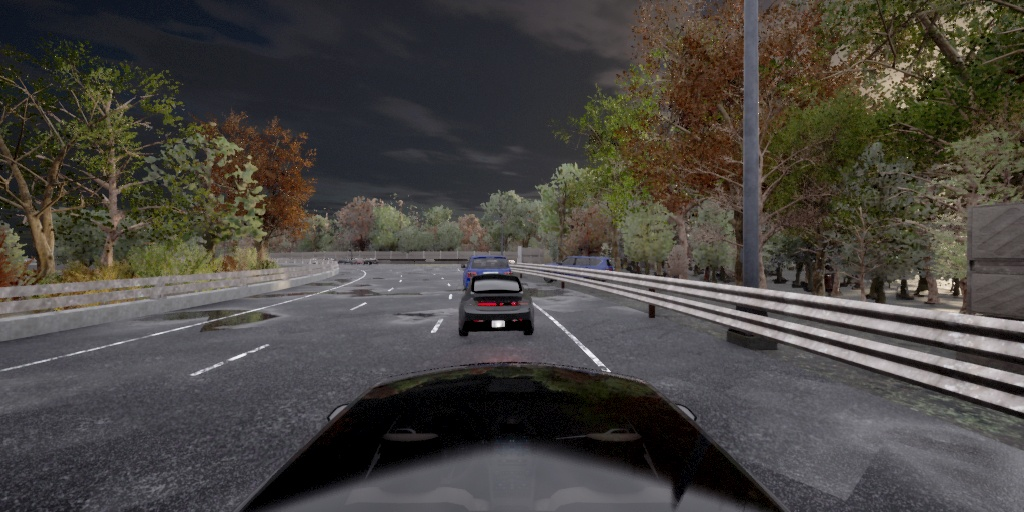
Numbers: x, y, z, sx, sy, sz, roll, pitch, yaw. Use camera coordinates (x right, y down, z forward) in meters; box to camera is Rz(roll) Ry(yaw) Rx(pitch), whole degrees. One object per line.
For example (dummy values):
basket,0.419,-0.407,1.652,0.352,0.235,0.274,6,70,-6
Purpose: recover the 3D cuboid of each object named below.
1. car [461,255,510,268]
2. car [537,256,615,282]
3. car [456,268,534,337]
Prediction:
car,-1.316,0.972,17.853,2.150,2.045,5.566,0,0,-9
car,4.696,1.001,26.274,5.566,2.045,2.150,3,1,23
car,-0.528,1.255,10.355,1.837,1.490,4.892,0,0,-5
